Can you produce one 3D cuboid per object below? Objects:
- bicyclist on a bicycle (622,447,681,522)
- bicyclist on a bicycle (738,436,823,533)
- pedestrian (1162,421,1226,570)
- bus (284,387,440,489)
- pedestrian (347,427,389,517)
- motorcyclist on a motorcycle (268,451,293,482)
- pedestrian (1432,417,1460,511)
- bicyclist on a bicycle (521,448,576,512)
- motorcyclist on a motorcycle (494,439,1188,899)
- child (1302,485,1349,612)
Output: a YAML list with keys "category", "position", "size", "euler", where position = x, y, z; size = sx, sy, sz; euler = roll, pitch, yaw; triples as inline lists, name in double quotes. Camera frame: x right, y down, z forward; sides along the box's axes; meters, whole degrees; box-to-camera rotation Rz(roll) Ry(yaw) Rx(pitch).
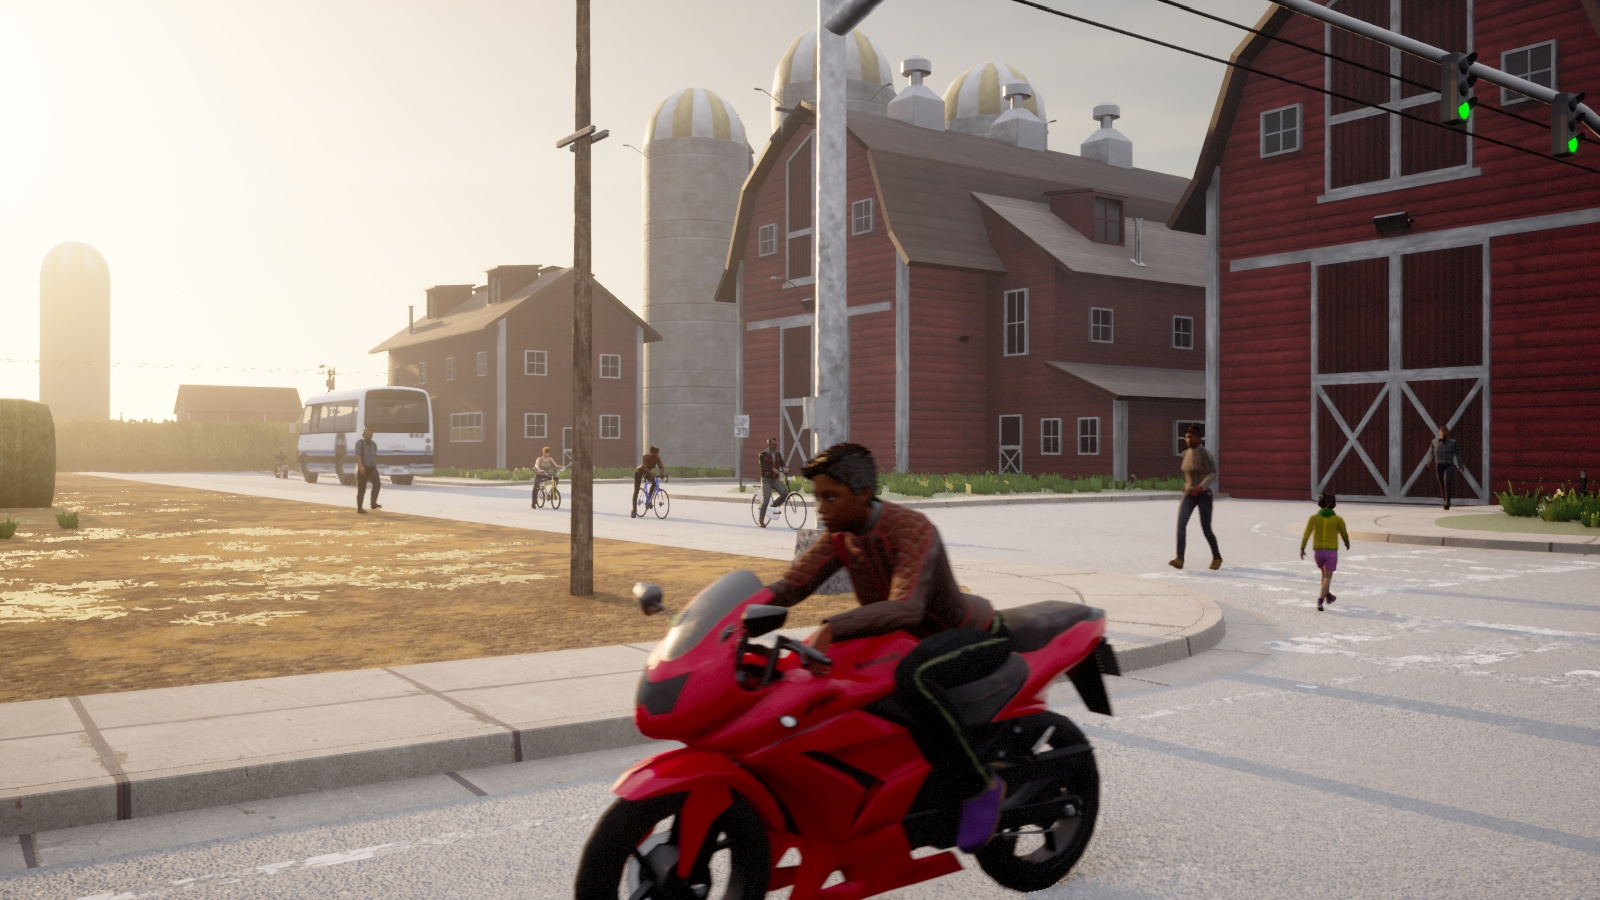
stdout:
- category: "bicyclist on a bicycle"
  position: [-3.331, 0.747, 28.083]
  size: [0.582, 1.620, 1.656]
  euler: [0, 0, -36]
- category: "bicyclist on a bicycle"
  position: [-0.399, 0.641, 24.027]
  size: [0.659, 1.776, 1.843]
  euler: [-1, 0, -36]
- category: "pedestrian"
  position: [4.894, 0.548, 15.602]
  size: [0.869, 1.805, 0.328]
  euler: [0, 0, -39]
- category: "bus"
  position: [-20.166, -0.475, 57.322]
  size: [3.944, 4.253, 10.273]
  euler: [0, 0, -36]
- category: "pedestrian"
  position: [-8.997, 0.455, 26.161]
  size: [0.694, 1.848, 0.540]
  euler: [0, 0, 39]
- category: "motorcyclist on a motorcycle"
  position: [-28.466, 0.897, 68.793]
  size: [0.766, 1.649, 2.350]
  euler: [0, 0, -36]
- category: "pedestrian"
  position: [13.640, 0.292, 26.509]
  size: [0.423, 1.949, 0.788]
  euler: [0, 0, 35]
- category: "bicyclist on a bicycle"
  position: [-6.515, 0.748, 32.483]
  size: [0.866, 1.612, 1.509]
  euler: [0, 0, -36]
- category: "motorcyclist on a motorcycle"
  position: [0.198, 0.736, 3.827]
  size: [2.044, 1.523, 0.797]
  euler: [0, 0, -35]
- category: "child"
  position: [4.948, 0.912, 11.817]
  size: [0.299, 1.160, 0.473]
  euler: [0, 0, 38]
